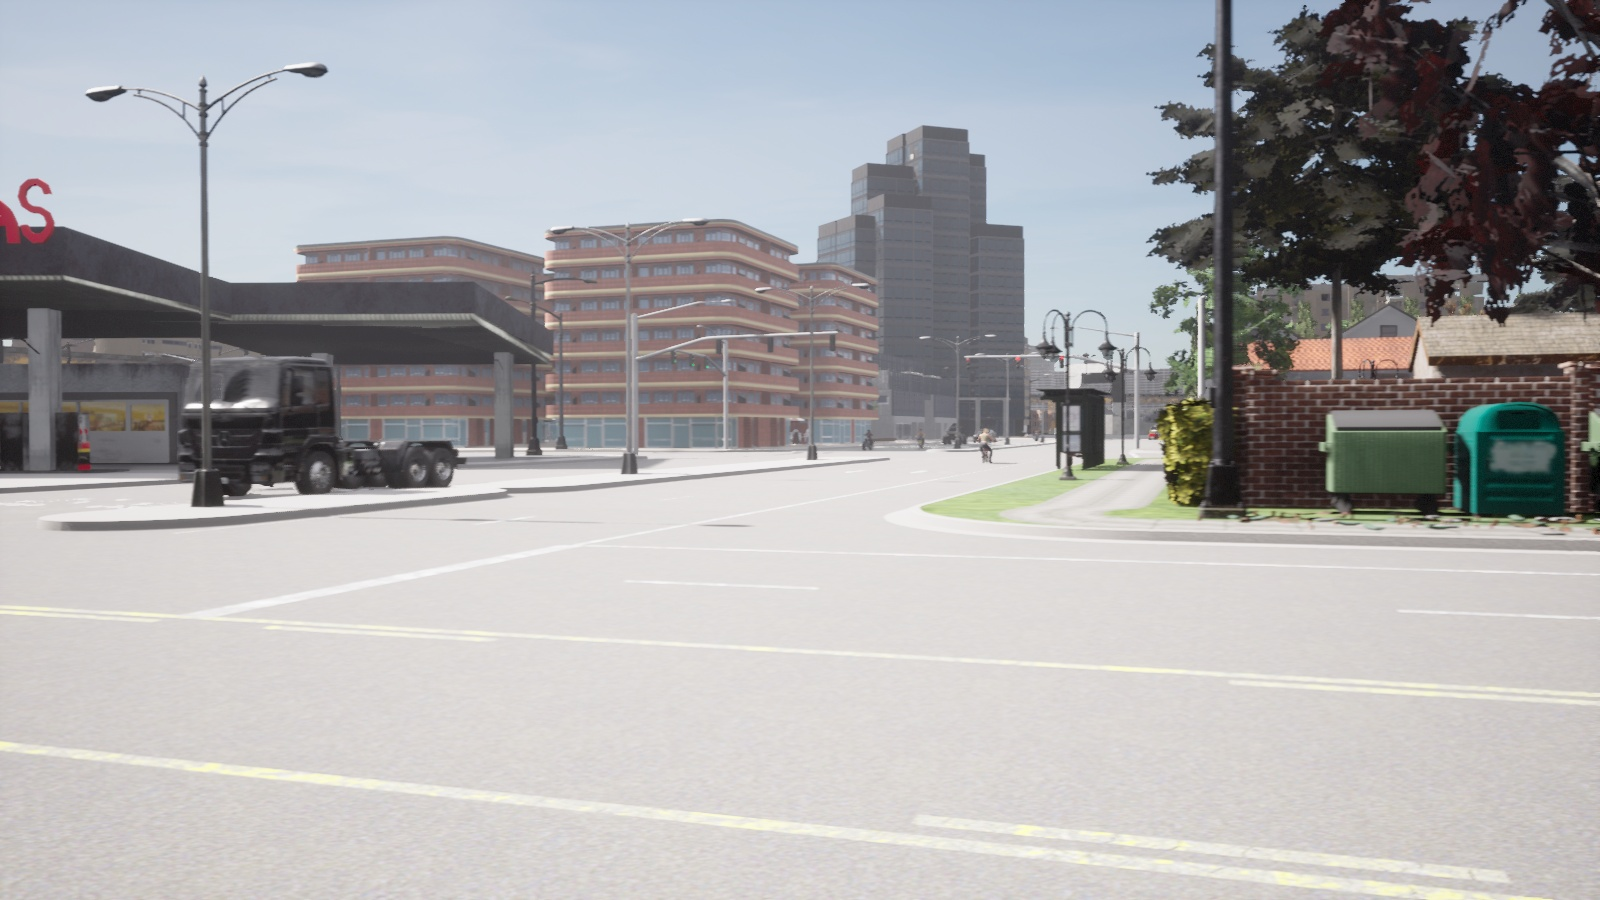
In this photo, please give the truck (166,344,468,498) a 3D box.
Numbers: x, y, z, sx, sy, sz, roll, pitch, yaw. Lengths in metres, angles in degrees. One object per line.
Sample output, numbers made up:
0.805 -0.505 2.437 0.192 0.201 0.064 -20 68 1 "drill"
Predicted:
-12.054 -0.720 32.397 2.891 3.462 7.936 1 1 18 "truck"
